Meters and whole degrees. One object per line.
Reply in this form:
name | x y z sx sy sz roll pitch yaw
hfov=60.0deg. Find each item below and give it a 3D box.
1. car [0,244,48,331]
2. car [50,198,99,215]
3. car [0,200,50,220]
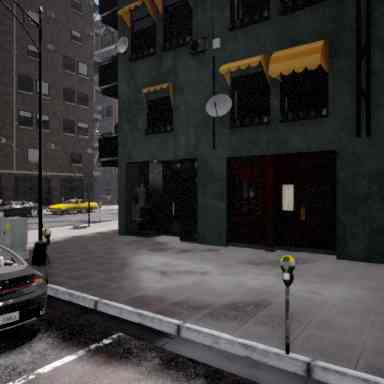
car | -4.360 1.551 5.980 4.403 1.369 2.008 0 0 35
car | -10.845 1.249 30.412 1.752 1.417 4.829 1 1 35
car | -13.932 1.350 25.986 2.008 1.369 4.403 1 1 35
